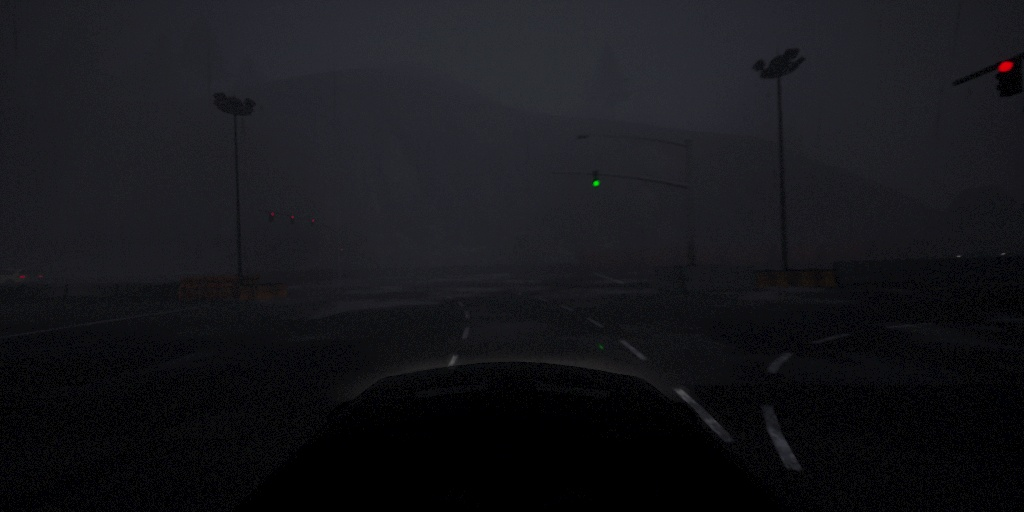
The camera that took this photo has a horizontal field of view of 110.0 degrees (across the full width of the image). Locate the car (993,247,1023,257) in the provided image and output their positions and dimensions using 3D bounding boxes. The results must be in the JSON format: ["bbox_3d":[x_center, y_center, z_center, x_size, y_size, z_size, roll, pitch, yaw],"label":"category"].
[{"bbox_3d":[43.576,-0.282,29.483,4.553,1.767,2.097,-2,0,4],"label":"car"}]

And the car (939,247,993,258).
[{"bbox_3d":[42.540,-0.073,33.052,4.674,1.442,1.812,-2,0,5],"label":"car"}]
